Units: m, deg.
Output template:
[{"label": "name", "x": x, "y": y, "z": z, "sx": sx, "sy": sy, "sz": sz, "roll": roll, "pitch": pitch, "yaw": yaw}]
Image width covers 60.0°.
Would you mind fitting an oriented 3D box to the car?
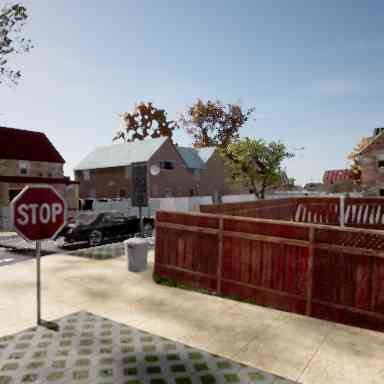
[{"label": "car", "x": -3.654, "y": 1.459, "z": 14.462, "sx": 1.895, "sy": 1.301, "sz": 4.718, "roll": -1, "pitch": 0, "yaw": 36}]
